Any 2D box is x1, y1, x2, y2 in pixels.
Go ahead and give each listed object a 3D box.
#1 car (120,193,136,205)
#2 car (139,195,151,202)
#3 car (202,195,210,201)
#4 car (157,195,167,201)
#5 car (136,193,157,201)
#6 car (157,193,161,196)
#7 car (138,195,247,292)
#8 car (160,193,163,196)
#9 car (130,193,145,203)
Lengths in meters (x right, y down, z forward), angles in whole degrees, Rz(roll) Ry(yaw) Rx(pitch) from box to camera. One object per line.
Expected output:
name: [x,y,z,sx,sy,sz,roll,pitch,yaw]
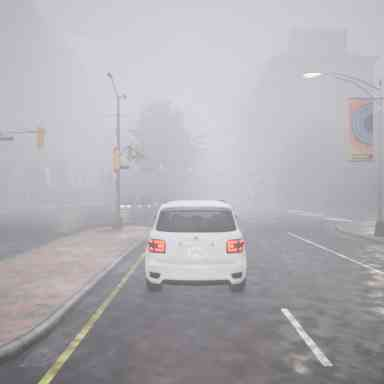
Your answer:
car: [-11.399,1.491,59.705,2.128,1.511,4.902,0,0,1]
car: [-11.272,1.525,80.062,2.128,1.511,4.902,0,0,0]
car: [3.756,1.540,89.897,2.033,1.411,5.357,0,0,0]
car: [-7.754,1.552,86.243,1.994,1.385,4.181,0,0,0]
car: [-7.916,1.352,57.926,2.097,1.767,4.553,0,0,0]
car: [-7.834,1.526,66.811,1.812,1.442,4.674,0,0,1]
car: [0.096,1.221,9.048,2.150,2.045,5.566,0,0,0]
car: [-7.783,1.225,76.427,2.150,2.045,5.566,0,0,0]
car: [-11.302,1.225,69.624,2.150,2.045,5.566,0,0,0]
